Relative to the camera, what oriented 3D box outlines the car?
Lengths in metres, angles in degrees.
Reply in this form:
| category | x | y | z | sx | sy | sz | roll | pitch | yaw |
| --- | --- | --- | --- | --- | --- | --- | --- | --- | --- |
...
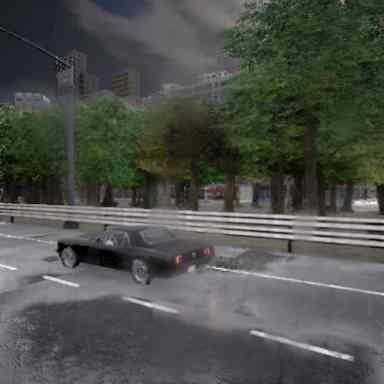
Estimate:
| category | x | y | z | sx | sy | sz | roll | pitch | yaw |
| --- | --- | --- | --- | --- | --- | --- | --- | --- | --- |
| car | -1.817 | 1.602 | 9.469 | 4.718 | 1.301 | 1.895 | 0 | 0 | 36 |
